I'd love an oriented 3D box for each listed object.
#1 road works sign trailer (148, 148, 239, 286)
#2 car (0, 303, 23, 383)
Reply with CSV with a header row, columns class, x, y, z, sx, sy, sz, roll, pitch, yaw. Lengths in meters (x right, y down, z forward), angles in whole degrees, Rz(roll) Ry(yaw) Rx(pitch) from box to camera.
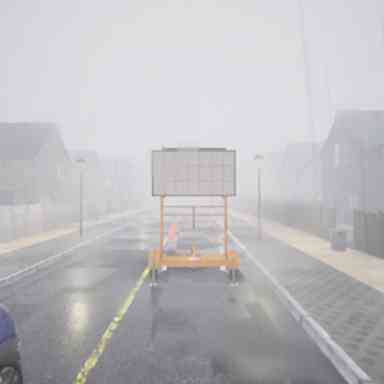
class,x,y,z,sx,sy,sz,roll,pitch,yaw
road works sign trailer,0.054,0.532,9.597,2.380,3.560,2.880,0,0,1
car,-2.737,1.364,1.403,2.097,1.767,4.553,0,0,0
